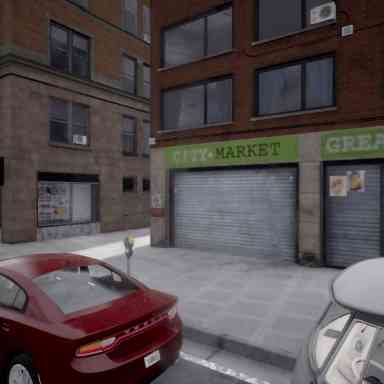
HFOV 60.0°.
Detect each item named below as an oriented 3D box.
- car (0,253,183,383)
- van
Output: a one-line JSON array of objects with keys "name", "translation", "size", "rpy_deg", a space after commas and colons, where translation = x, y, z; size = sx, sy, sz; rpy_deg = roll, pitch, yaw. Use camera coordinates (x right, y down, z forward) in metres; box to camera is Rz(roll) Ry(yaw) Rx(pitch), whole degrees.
[{"name": "car", "translation": [-2.214, 1.544, 4.653], "size": [4.507, 1.381, 1.887], "rpy_deg": [0, 0, 35]}, {"name": "van", "translation": [2.395, 1.341, 1.367], "size": [3.998, 1.788, 1.690], "rpy_deg": [0, 0, 35]}]
